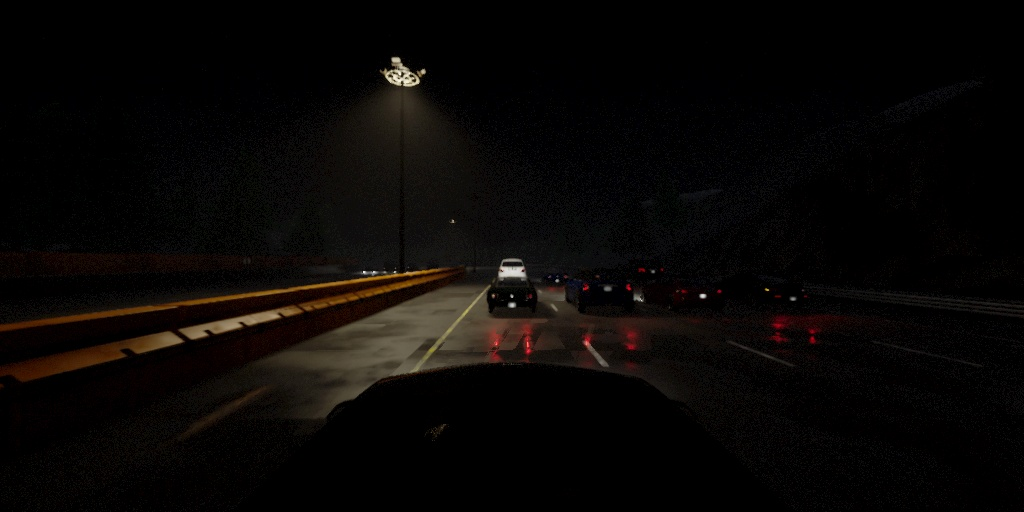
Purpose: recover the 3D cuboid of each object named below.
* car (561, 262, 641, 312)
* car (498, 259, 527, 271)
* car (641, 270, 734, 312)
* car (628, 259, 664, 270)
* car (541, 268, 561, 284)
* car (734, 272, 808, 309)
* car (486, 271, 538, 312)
[{"bbox_3d":[3.530,1.249,15.248,2.097,1.767,4.553,0,-1,1],"label":"car"},{"bbox_3d":[0.019,1.277,29.400,2.150,2.045,5.566,0,0,0],"label":"car"},{"bbox_3d":[7.028,1.461,15.178,1.994,1.385,4.181,0,-1,0],"label":"car"},{"bbox_3d":[10.518,1.277,29.400,2.150,2.045,5.566,0,0,0],"label":"car"},{"bbox_3d":[3.515,1.660,30.077,1.895,1.301,4.718,0,-1,0],"label":"car"},{"bbox_3d":[10.535,1.428,15.711,1.812,1.442,4.674,0,0,1],"label":"car"},{"bbox_3d":[0.025,1.497,15.073,1.895,1.301,4.718,0,-1,1],"label":"car"}]
